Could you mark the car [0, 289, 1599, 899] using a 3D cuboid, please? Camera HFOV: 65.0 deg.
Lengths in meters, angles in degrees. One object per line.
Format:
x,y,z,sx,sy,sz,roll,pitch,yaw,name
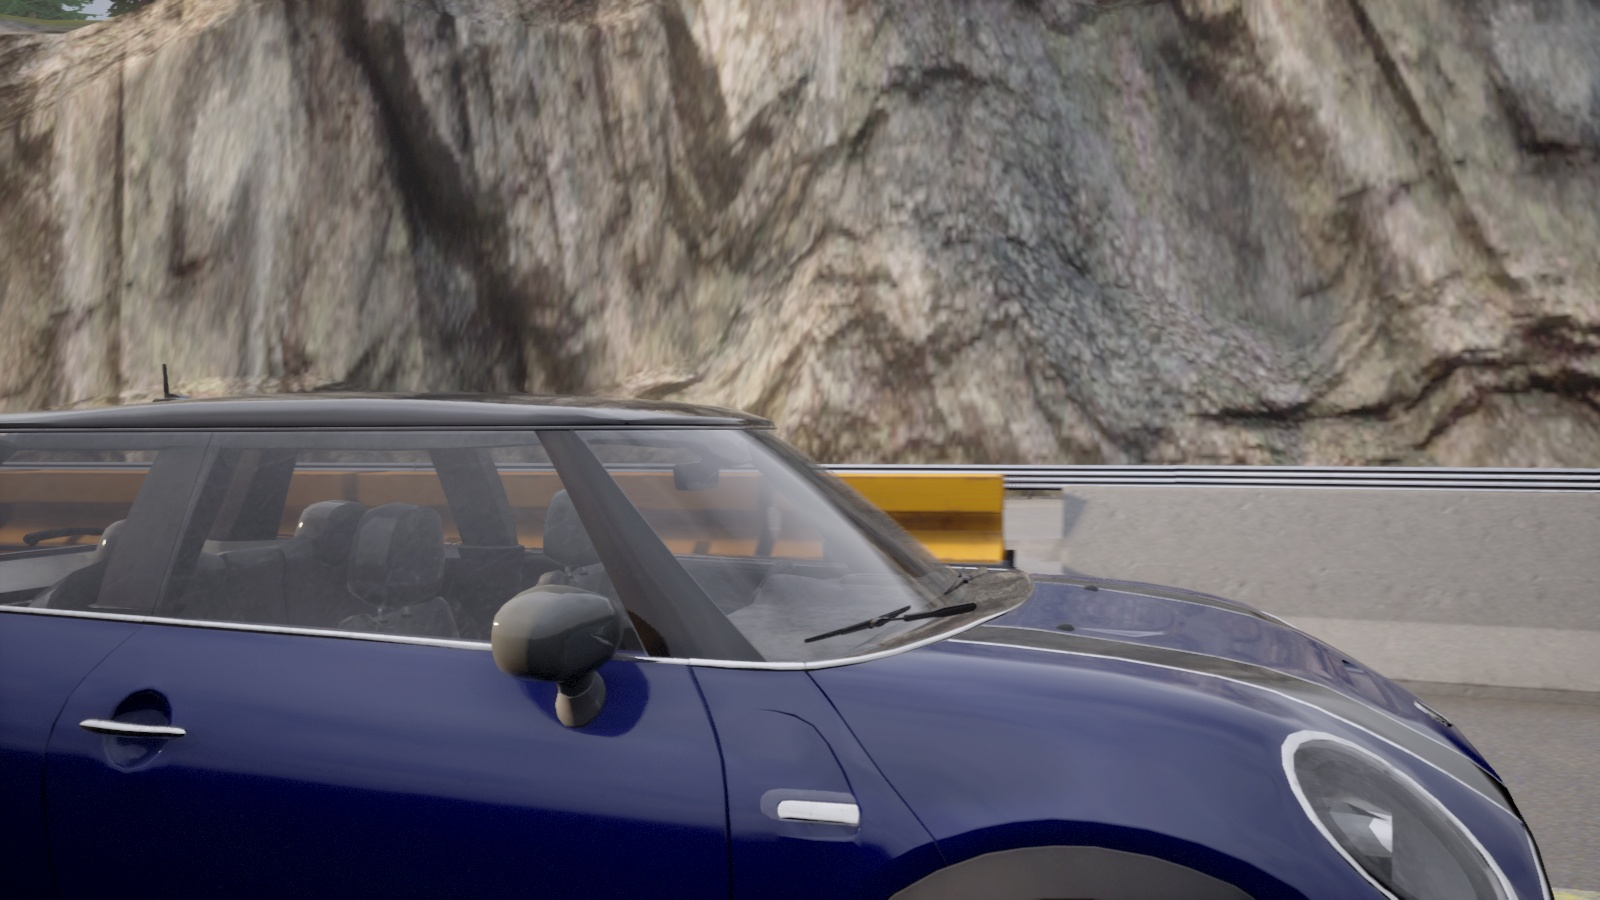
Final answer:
-0.537,0.628,3.372,4.553,1.767,2.097,1,1,18,car
